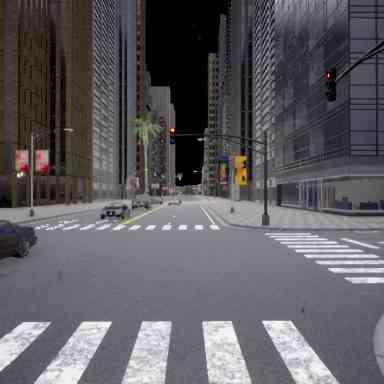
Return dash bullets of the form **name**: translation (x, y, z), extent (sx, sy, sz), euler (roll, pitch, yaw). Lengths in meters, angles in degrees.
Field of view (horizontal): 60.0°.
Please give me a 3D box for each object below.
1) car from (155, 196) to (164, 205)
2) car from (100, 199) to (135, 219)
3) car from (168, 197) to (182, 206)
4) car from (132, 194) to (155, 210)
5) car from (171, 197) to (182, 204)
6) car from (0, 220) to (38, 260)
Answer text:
- **car**: translation (-6.599, 1.579, 63.826), extent (2.097, 1.767, 4.553), euler (0, 0, 0)
- **car**: translation (-6.643, 1.626, 29.218), extent (1.994, 1.385, 4.181), euler (0, 0, 0)
- **car**: translation (-3.244, 1.781, 59.890), extent (1.895, 1.301, 4.718), euler (0, 0, 0)
- **car**: translation (-6.666, 1.333, 44.160), extent (2.150, 2.045, 5.566), euler (0, 0, 0)
- **car**: translation (-3.259, 1.788, 69.786), extent (1.994, 1.385, 4.181), euler (0, 0, 0)
- **car**: translation (-6.618, 1.551, 10.001), extent (2.033, 1.411, 5.357), euler (0, 0, 0)
